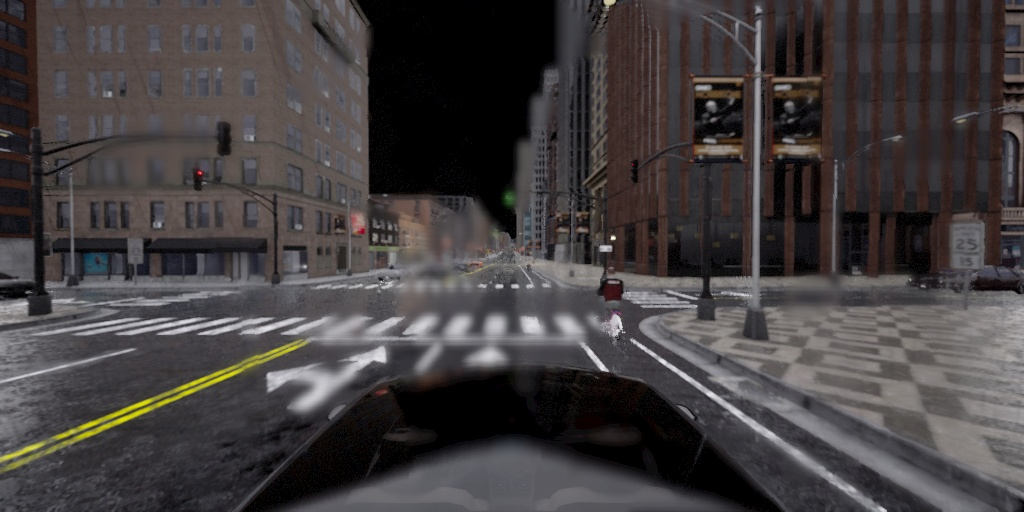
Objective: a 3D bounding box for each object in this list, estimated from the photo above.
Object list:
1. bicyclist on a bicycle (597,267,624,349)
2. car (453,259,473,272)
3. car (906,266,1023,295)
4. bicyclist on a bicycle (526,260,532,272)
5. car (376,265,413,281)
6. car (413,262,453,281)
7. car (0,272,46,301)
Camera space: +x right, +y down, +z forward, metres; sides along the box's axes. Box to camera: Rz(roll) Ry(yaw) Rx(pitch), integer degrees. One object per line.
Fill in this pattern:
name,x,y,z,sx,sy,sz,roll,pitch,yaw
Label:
bicyclist on a bicycle,2.246,1.131,8.302,0.659,1.776,1.843,0,0,0
car,-6.624,1.407,46.502,1.994,1.385,4.181,0,0,0
car,23.667,1.191,18.314,5.357,1.411,2.033,0,1,0
bicyclist on a bicycle,2.199,1.280,46.680,0.866,1.612,1.509,0,0,0
car,-9.871,1.409,30.577,1.895,1.301,4.718,0,0,0
car,-6.620,1.409,30.570,1.895,1.301,4.718,0,0,0
car,-24.368,1.350,16.237,5.008,1.535,1.882,1,1,0
